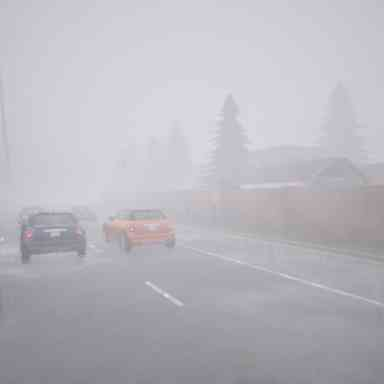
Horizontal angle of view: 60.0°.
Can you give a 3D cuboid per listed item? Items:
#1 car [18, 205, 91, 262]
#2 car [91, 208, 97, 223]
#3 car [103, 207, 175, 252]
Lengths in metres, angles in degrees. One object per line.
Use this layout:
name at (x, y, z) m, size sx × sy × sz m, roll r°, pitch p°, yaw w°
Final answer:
car at (-5.608, 1.475, 13.149) m, size 2.097 × 1.767 × 4.553 m, roll 0°, pitch 0°, yaw -28°
car at (-9.142, 1.783, 27.224) m, size 2.033 × 1.411 × 5.357 m, roll 0°, pitch 0°, yaw -28°
car at (-2.517, 1.455, 14.792) m, size 2.097 × 1.767 × 4.553 m, roll 0°, pitch 0°, yaw -28°
